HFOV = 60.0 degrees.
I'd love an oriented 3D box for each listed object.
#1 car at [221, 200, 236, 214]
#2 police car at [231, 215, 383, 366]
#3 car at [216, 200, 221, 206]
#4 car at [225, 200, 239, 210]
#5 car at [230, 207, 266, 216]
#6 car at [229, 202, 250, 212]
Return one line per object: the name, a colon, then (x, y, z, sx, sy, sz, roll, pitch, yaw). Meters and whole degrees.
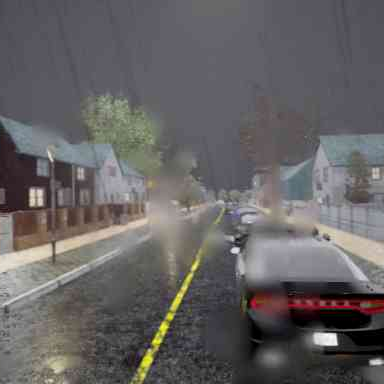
car: (5.225, 2.006, 43.076, 2.128, 1.511, 4.902, -1, -1, 7)
police car: (1.789, 1.469, 6.299, 1.930, 1.638, 5.238, -1, -1, 7)
car: (7.436, 2.852, 86.462, 1.812, 1.442, 4.674, -1, -1, 7)
car: (6.658, 2.209, 55.727, 2.128, 1.511, 4.902, -1, -1, 7)
car: (2.923, 1.672, 16.123, 1.812, 1.442, 4.674, -1, -1, 7)
car: (3.610, 1.694, 22.085, 1.882, 1.535, 5.008, -1, -1, 7)
